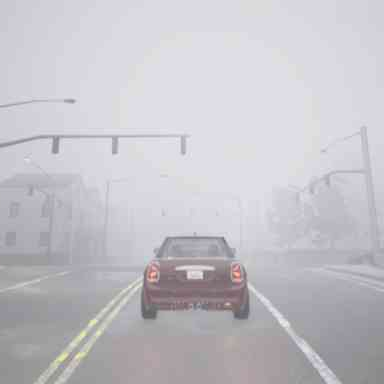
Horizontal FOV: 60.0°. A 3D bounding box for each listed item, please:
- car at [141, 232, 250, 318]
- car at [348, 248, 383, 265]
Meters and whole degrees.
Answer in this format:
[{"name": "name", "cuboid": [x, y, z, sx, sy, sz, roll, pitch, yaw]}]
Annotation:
[{"name": "car", "cuboid": [0.074, 1.794, 8.298, 2.097, 1.767, 4.553, 0, -6, 0]}, {"name": "car", "cuboid": [16.210, 5.704, 29.131, 4.892, 1.490, 1.837, 0, -12, 1]}]
